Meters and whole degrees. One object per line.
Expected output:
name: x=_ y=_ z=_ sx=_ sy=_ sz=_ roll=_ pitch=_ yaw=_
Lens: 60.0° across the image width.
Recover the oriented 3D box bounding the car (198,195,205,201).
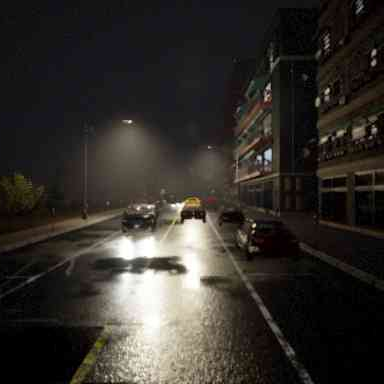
car: x=2.561 y=1.614 z=89.731 sx=1.752 sy=1.417 sz=4.829 roll=1 pitch=0 yaw=0

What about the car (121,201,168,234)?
car: x=-2.853 y=1.510 z=19.651 sx=2.128 sy=1.511 sz=4.902 roll=0 pitch=0 yaw=0

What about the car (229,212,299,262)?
car: x=2.572 y=1.594 z=11.932 sx=1.802 sy=1.307 sz=4.206 roll=1 pitch=0 yaw=0

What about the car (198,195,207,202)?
car: x=2.564 y=1.517 z=78.471 sx=1.967 sy=1.590 sz=4.097 roll=1 pitch=0 yaw=0

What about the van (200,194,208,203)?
van: x=2.566 y=1.413 z=72.926 sx=1.690 sy=1.788 sz=3.998 roll=1 pitch=0 yaw=0

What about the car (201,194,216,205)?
car: x=2.569 y=1.365 z=50.747 sx=2.192 sy=1.841 sz=5.009 roll=1 pitch=0 yaw=0

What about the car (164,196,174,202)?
car: x=-5.318 y=1.627 z=78.060 sx=2.008 sy=1.369 sz=4.403 roll=1 pitch=0 yaw=0

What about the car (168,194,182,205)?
car: x=-2.791 y=1.552 z=61.613 sx=2.128 sy=1.511 sz=4.902 roll=0 pitch=0 yaw=1

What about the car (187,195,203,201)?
car: x=0.094 y=1.519 z=42.887 sx=1.882 sy=1.535 sz=5.008 roll=0 pitch=0 yaw=0

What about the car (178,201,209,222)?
car: x=0.096 y=1.626 z=26.279 sx=1.895 sy=1.301 sz=4.718 roll=0 pitch=0 yaw=0

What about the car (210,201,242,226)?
car: x=2.571 y=1.573 z=23.022 sx=2.008 sy=1.369 sz=4.403 roll=1 pitch=0 yaw=0

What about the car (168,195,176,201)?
car: x=-5.319 y=1.613 z=88.963 sx=1.752 sy=1.417 sz=4.829 roll=1 pitch=0 yaw=0

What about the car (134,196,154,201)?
car: x=-5.310 y=1.473 z=33.770 sx=1.967 sy=1.590 sz=4.097 roll=1 pitch=0 yaw=0

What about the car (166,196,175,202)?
car: x=-5.319 y=1.626 z=83.596 sx=1.887 sy=1.381 sz=4.507 roll=1 pitch=0 yaw=0

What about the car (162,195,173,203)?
car: x=-5.316 y=1.511 z=72.524 sx=1.967 sy=1.590 sz=4.097 roll=1 pitch=0 yaw=0

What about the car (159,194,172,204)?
car: x=-5.313 y=1.380 z=66.988 sx=2.192 sy=1.841 sz=5.009 roll=1 pitch=0 yaw=0

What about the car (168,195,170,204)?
car: x=-5.315 y=1.605 z=55.915 sx=2.008 sy=1.369 sz=4.403 roll=1 pitch=0 yaw=0

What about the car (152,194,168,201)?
car: x=-5.311 y=1.364 z=50.379 sx=2.192 sy=1.841 sz=5.009 roll=1 pitch=0 yaw=0
